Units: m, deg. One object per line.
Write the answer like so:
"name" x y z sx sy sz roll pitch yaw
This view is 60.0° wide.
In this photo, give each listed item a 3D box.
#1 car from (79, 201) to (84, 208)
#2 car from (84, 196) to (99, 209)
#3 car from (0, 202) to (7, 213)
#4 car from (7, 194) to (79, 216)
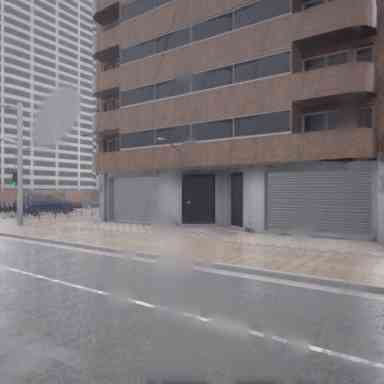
"car" -15.148 1.478 37.560 1.882 1.535 5.008 0 0 35
"car" -13.825 1.564 45.600 1.994 1.385 4.181 0 0 35
"car" -19.519 1.547 37.400 2.033 1.411 5.357 0 0 35
"car" -14.300 1.221 32.290 2.150 2.045 5.566 0 0 35
